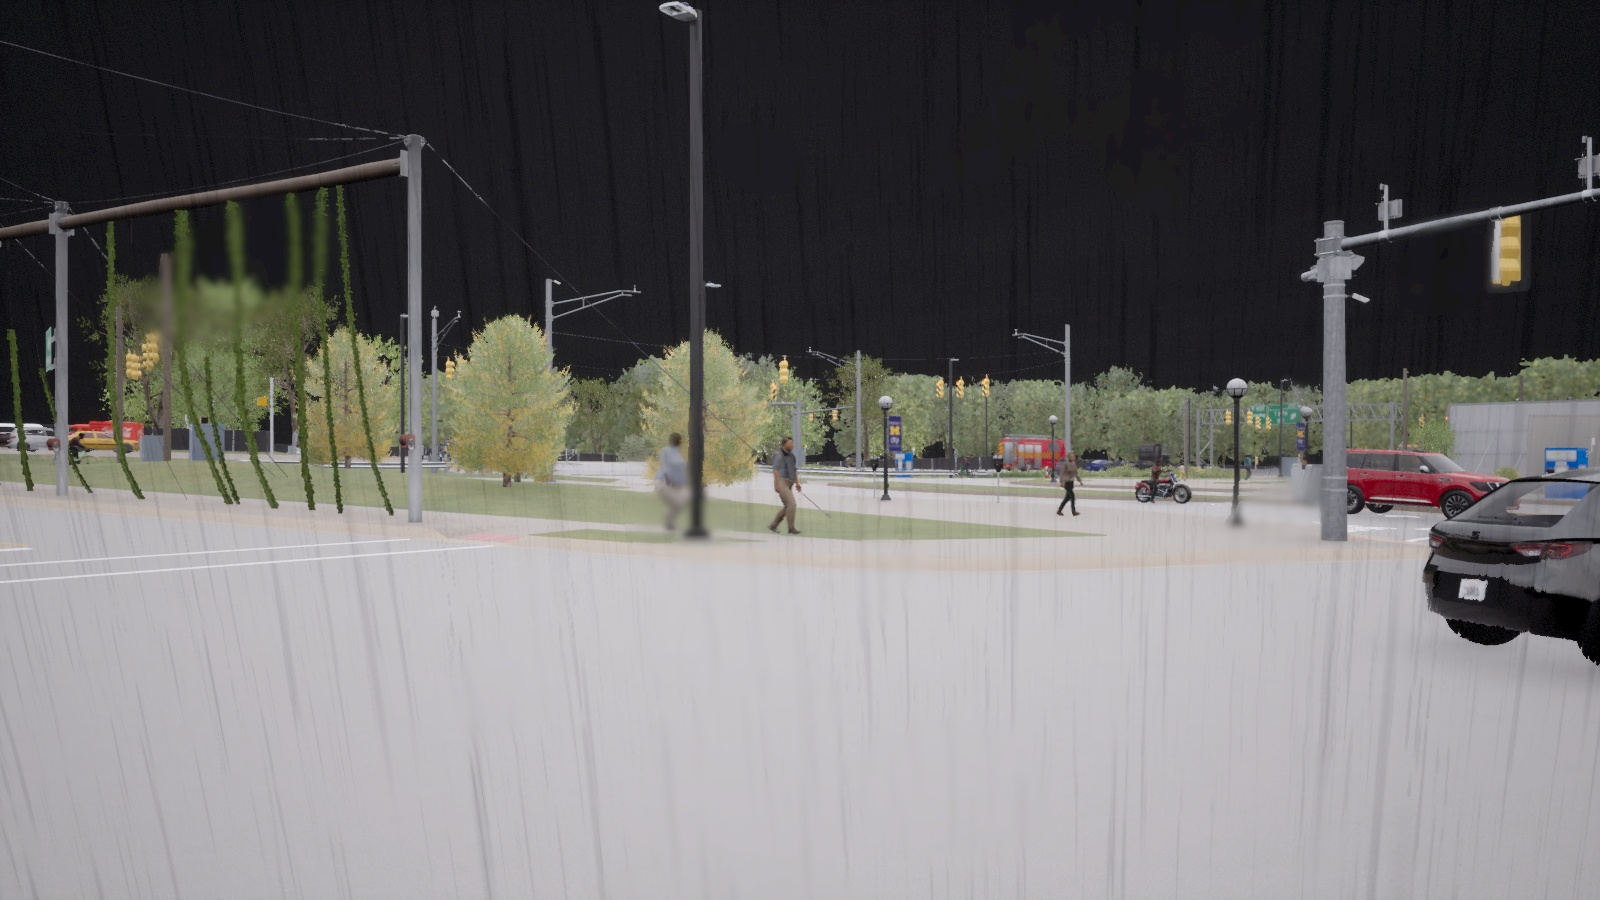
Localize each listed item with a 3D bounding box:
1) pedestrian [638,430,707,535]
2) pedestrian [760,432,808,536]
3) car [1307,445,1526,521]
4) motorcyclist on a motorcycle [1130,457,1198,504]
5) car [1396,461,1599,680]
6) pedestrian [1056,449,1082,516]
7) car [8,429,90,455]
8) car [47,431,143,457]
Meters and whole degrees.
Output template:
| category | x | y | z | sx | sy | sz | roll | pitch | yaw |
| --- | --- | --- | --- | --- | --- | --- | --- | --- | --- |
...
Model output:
| category | x | y | z | sx | sy | sz | roll | pitch | yaw |
| --- | --- | --- | --- | --- | --- | --- | --- | --- | --- |
| pedestrian | -2.296 | 0.577 | 22.691 | 0.900 | 1.855 | 0.874 | 0 | 0 | 25 |
| pedestrian | -0.294 | 0.610 | 22.902 | 0.694 | 1.848 | 0.540 | 0 | 0 | 32 |
| car | 18.649 | 0.938 | 38.240 | 2.150 | 2.045 | 5.566 | 0 | 1 | -38 |
| motorcyclist on a motorcycle | 13.129 | 1.083 | 45.397 | 0.766 | 1.649 | 2.350 | 0 | -1 | -38 |
| car | 7.125 | 0.819 | 9.727 | 4.193 | 1.474 | 1.816 | -1 | -1 | -7 |
| pedestrian | 7.453 | 0.891 | 34.796 | 0.331 | 1.846 | 0.634 | 0 | 0 | -34 |
| car | -50.672 | -0.514 | 84.703 | 4.611 | 1.667 | 2.242 | 1 | -1 | -34 |
| car | -46.666 | -0.389 | 83.164 | 5.366 | 1.575 | 1.801 | 1 | -1 | -34 |
